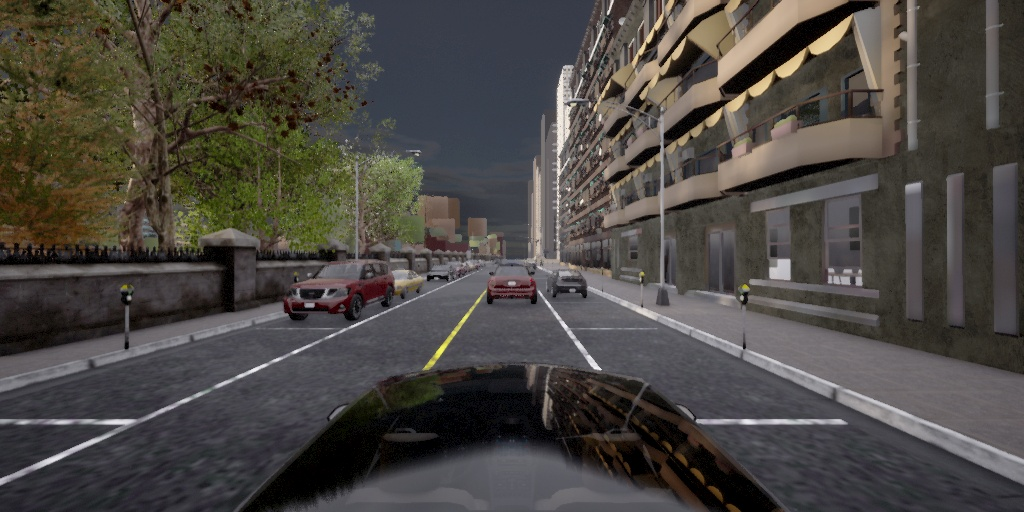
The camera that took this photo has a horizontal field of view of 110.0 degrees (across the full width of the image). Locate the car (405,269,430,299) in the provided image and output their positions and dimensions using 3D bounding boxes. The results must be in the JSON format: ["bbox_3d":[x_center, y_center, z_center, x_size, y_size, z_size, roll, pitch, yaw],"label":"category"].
[{"bbox_3d":[-5.691,1.275,17.959,1.751,1.417,4.829,0,0,0],"label":"car"}]

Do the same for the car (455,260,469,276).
[{"bbox_3d":[-5.691,1.197,34.744,1.967,1.591,4.097,0,0,0],"label":"car"}]

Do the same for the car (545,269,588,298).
[{"bbox_3d":[2.689,1.300,18.131,2.007,1.370,4.403,0,0,0],"label":"car"}]

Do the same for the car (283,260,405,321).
[{"bbox_3d":[-5.691,1.063,12.590,2.192,1.841,5.009,0,0,0],"label":"car"}]

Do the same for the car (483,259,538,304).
[{"bbox_3d":[0.000,1.116,16.470,2.097,1.767,4.553,0,0,0],"label":"car"}]

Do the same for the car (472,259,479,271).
[{"bbox_3d":[-5.691,1.289,45.652,1.751,1.417,4.829,0,0,0],"label":"car"}]

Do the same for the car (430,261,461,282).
[{"bbox_3d":[-5.691,1.320,29.206,1.948,1.339,4.313,0,0,0],"label":"car"}]

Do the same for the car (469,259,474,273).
[{"bbox_3d":[-5.691,1.342,40.283,1.802,1.307,4.207,0,0,0],"label":"car"}]

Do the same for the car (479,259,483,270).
[{"bbox_3d":[-5.692,1.208,51.361,1.967,1.591,4.097,0,0,0],"label":"car"}]
